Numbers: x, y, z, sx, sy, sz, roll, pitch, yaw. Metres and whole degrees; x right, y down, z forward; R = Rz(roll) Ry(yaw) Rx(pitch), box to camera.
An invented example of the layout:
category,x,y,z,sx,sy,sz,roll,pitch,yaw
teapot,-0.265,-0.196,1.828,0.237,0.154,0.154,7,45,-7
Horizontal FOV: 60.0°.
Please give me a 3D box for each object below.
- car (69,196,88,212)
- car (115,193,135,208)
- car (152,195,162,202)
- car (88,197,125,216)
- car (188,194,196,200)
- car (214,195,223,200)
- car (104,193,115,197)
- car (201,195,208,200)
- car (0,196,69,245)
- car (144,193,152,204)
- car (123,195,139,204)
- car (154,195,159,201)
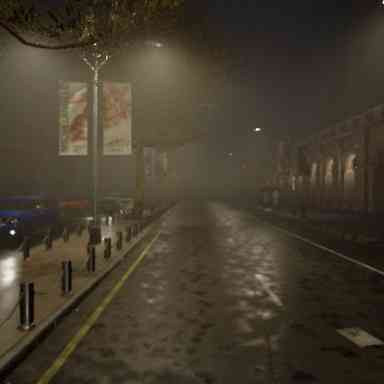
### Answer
category,x,y,z,sx,sy,sz,roll,pitch,yaw
car,-13.789,1.291,38.049,2.097,1.767,4.553,0,0,26
car,-8.100,1.153,43.573,2.150,2.045,5.566,0,0,0
car,-8.015,1.404,75.637,1.812,1.442,4.674,0,0,0
car,-8.101,1.475,31.924,1.812,1.442,4.674,0,0,0
car,-0.018,1.332,91.696,1.882,1.535,5.008,0,0,0
car,6.733,1.461,84.522,1.895,1.301,4.718,0,0,0
car,-11.586,1.143,49.005,2.150,2.045,5.566,0,0,0
car,3.482,1.394,91.743,2.033,1.411,5.357,0,0,0
car,-8.101,1.200,15.864,2.150,2.045,5.566,0,0,0
car,-8.059,1.405,54.506,2.128,1.511,4.902,0,0,0
car,-11.513,1.392,63.248,2.128,1.511,4.902,0,0,0
car,-8.015,1.423,65.221,1.812,1.442,4.674,0,1,0
